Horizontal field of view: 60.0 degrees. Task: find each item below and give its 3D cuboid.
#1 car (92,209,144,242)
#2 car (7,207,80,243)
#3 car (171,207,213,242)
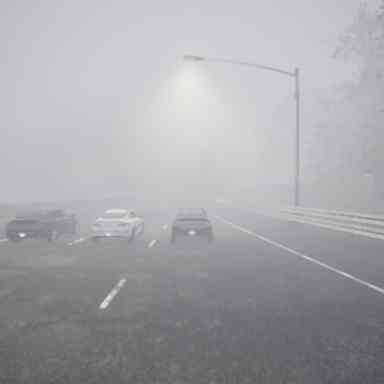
[{"bbox_3d":[-3.502,1.533,16.236,1.812,1.442,4.674,0,0,0],"label":"car"},{"bbox_3d":[-7.002,1.513,16.139,1.837,1.490,4.892,0,0,0],"label":"car"},{"bbox_3d":[0.000,1.499,16.416,2.128,1.511,4.902,0,0,0],"label":"car"}]
